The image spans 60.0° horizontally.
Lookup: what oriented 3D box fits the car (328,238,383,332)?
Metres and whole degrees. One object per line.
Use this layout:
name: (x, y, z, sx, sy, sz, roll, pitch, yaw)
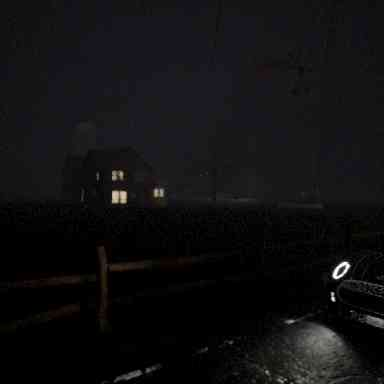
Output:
car: (4.640, 1.410, 6.368, 4.553, 1.767, 2.097, 1, 0, -35)
